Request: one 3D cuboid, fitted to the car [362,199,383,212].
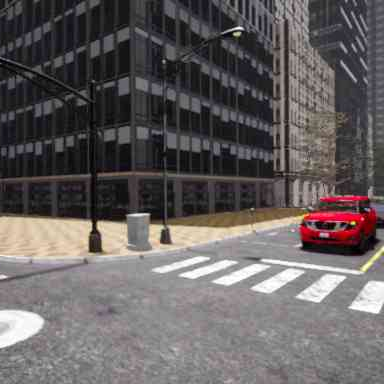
[{"bbox_3d":[21.453,1.535,38.958,1.947,1.339,4.313,-1,0,37],"label":"car"}]

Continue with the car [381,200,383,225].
[{"bbox_3d":[12.506,1.530,22.512,2.033,1.411,5.357,0,0,37],"label":"car"}]

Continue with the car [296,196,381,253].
[{"bbox_3d":[6.413,1.212,14.277,2.150,2.045,5.566,0,0,36],"label":"car"}]

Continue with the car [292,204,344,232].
[{"bbox_3d":[7.929,1.516,20.698,1.752,1.417,4.829,-1,0,37],"label":"car"}]

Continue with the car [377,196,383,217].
[{"bbox_3d":[18.630,1.325,30.766,2.097,1.767,4.553,0,0,37],"label":"car"}]
